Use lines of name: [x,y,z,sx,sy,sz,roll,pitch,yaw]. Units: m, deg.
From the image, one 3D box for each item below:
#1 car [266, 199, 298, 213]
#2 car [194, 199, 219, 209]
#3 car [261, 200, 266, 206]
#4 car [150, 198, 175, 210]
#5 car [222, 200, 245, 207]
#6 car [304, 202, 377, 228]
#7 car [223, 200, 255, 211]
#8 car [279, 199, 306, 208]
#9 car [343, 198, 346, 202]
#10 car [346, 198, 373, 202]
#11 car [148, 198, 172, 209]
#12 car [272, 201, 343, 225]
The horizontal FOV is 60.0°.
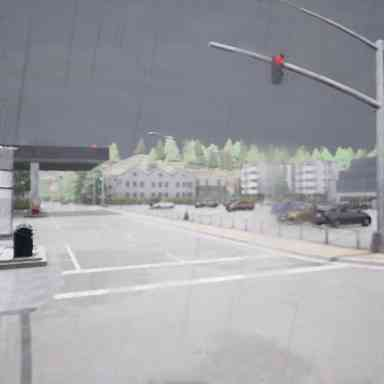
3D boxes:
car: [11.322,1.960,40.376,3.633,1.501,1.845,0,-1,-25]
car: [2.700,2.089,61.118,4.605,1.855,1.932,0,-1,-25]
car: [16.865,2.363,71.172,3.806,1.475,1.970,0,-1,-25]
car: [-5.000,2.307,57.564,3.806,1.475,1.970,0,-1,-25]
car: [8.932,2.449,71.581,4.514,1.523,2.007,0,-1,-25]
car: [10.598,1.709,23.583,4.514,1.523,2.007,0,-1,-25]
car: [7.217,2.093,49.486,4.514,1.523,2.007,0,-1,-25]
car: [19.820,2.187,65.468,5.027,1.636,2.152,0,-1,-25]
car: [25.125,1.913,53.828,3.866,1.878,1.905,0,-1,-25]
car: [26.705,1.891,51.355,4.605,1.855,1.932,0,-1,-25]
car: [-5.823,2.078,60.847,3.866,1.878,1.905,0,-1,-25]
car: [9.250,1.748,26.416,5.027,1.636,2.152,0,-1,-25]
